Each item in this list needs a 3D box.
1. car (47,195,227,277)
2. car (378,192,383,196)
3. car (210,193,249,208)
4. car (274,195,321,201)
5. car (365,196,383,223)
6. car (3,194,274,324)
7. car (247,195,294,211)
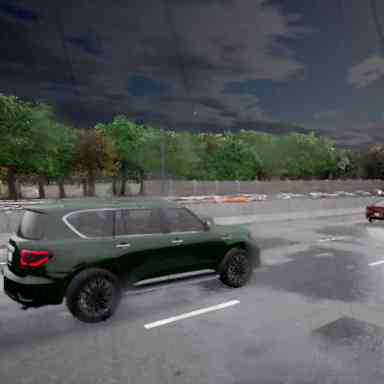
[{"bbox_3d":[-1.654,1.164,11.160,5.566,2.045,2.150,-1,0,-35],"label":"car"},{"bbox_3d":[38.179,0.452,64.919,4.181,1.385,1.994,-2,1,-35],"label":"car"},{"bbox_3d":[4.699,1.026,41.626,4.553,1.767,2.097,-1,1,-35],"label":"car"},{"bbox_3d":[10.267,1.247,32.709,4.181,1.385,1.994,-1,0,-35],"label":"car"},{"bbox_3d":[13.358,1.204,21.805,5.008,1.535,1.882,-1,0,-35],"label":"car"},{"bbox_3d":[-0.972,1.183,7.350,5.566,2.045,2.150,-1,0,-35],"label":"car"},{"bbox_3d":[8.478,1.172,35.730,4.902,1.511,2.128,-1,0,-35],"label":"car"}]
